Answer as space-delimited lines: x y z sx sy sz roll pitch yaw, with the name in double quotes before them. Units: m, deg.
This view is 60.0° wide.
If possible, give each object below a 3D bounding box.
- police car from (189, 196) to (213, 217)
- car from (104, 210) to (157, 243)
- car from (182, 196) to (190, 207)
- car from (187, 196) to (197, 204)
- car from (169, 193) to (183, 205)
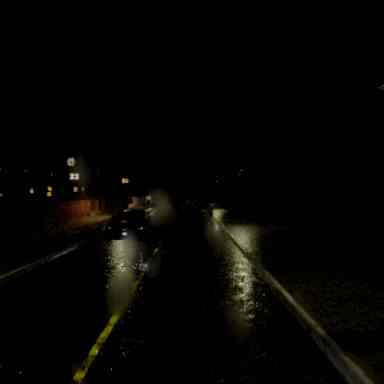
"police car" 0.959 1.445 32.073 1.930 1.638 5.238 0 0 0
"car" -2.851 1.576 16.062 1.994 1.385 4.181 0 0 0
"car" -0.003 1.574 50.386 2.033 1.411 5.357 0 0 0
"car" -0.003 1.543 66.396 1.837 1.490 4.892 0 0 0
"car" -2.799 1.247 58.409 2.150 2.045 5.566 0 0 1
